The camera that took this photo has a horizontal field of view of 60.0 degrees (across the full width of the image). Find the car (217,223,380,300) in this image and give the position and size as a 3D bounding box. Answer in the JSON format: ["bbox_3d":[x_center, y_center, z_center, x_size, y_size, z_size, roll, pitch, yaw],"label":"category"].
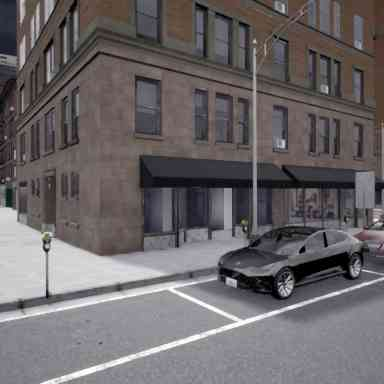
[{"bbox_3d":[2.622,1.566,8.396,4.313,1.339,1.947,0,0,-35],"label":"car"}]

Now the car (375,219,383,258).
[{"bbox_3d":[7.105,1.582,11.585,4.206,1.307,1.802,0,0,-35],"label":"car"}]
